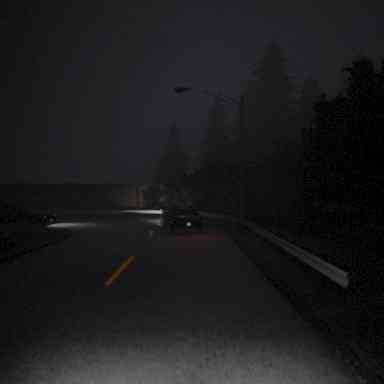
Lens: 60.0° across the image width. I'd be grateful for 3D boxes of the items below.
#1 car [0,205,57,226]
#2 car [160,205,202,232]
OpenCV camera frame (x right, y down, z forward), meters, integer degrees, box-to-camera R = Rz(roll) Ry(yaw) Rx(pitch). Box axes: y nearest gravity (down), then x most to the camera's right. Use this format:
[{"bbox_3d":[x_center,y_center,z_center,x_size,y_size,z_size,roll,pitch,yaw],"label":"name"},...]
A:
[{"bbox_3d":[-12.675,1.632,23.900,5.357,1.411,2.033,0,0,3],"label":"car"},{"bbox_3d":[-0.760,1.566,20.656,2.128,1.511,4.902,0,0,-14],"label":"car"}]
